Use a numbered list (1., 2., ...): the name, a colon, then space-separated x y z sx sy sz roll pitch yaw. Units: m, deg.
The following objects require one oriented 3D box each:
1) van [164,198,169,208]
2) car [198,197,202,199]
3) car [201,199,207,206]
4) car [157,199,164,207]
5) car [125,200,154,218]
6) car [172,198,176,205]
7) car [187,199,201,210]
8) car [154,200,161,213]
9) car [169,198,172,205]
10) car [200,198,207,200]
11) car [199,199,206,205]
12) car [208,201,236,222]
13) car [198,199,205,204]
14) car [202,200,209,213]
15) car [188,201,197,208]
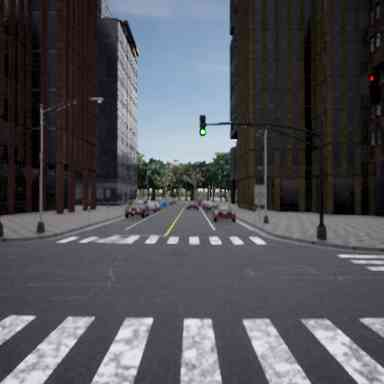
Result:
1. van: -5.749 2.119 62.488 1.690 1.788 3.998 0 -1 0
2. car: 2.779 2.441 73.527 1.752 1.417 4.829 0 -1 0
3. car: 2.774 2.183 51.609 1.887 1.381 4.507 0 -1 0
4. car: -5.751 2.164 51.441 1.752 1.417 4.829 0 -1 0
5. car: -5.755 1.752 35.302 2.192 1.841 5.009 0 -1 0
6. car: -5.743 2.621 84.233 1.947 1.339 4.313 0 -1 0
7. car: 0.114 2.273 54.210 1.895 1.301 4.718 0 -1 0
8. car: -5.752 2.154 46.173 1.802 1.307 4.206 0 -1 0
9. car: -5.747 2.398 67.922 2.008 1.369 4.403 0 -1 0
10. car: 2.776 2.252 57.046 1.887 1.381 4.507 0 -1 0
11. car: 2.783 2.651 89.839 1.752 1.417 4.829 0 -1 0
12. car: 2.769 1.807 29.861 1.967 1.590 4.097 0 -1 0
13. car: 2.784 2.739 95.106 1.887 1.381 4.507 0 -1 0
14. car: 2.773 2.121 46.171 2.008 1.369 4.403 0 -1 0
15. car: 0.117 2.448 68.037 1.895 1.301 4.718 0 -1 0
